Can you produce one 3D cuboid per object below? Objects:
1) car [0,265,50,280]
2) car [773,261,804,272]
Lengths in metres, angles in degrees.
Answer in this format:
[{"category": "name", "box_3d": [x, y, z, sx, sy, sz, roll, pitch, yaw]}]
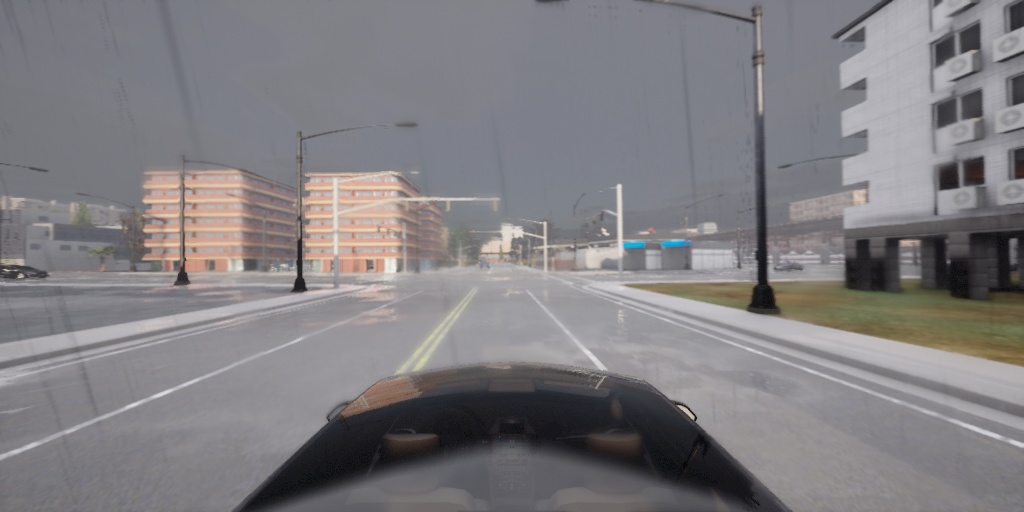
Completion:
[{"category": "car", "box_3d": [-51.541, 1.724, 37.476, 4.892, 1.490, 1.837, 1, -1, 0]}, {"category": "car", "box_3d": [38.403, 1.434, 49.792, 4.902, 1.511, 2.128, 0, -1, -26]}]
